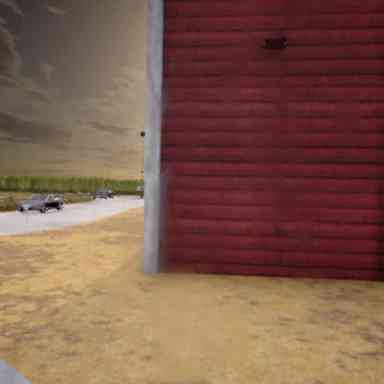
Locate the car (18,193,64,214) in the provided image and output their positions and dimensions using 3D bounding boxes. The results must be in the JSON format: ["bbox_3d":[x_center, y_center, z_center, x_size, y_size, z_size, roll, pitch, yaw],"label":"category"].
[{"bbox_3d":[-11.956,0.877,26.622,2.128,1.511,4.902,1,1,2],"label":"car"}]

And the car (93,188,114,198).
[{"bbox_3d":[-11.232,0.295,42.527,1.837,1.490,4.892,1,1,2],"label":"car"}]
